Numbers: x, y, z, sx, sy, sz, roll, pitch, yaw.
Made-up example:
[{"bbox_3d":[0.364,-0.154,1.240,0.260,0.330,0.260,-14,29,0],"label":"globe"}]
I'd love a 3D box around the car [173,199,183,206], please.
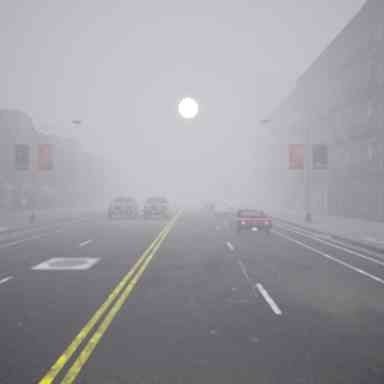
[{"bbox_3d":[-3.147,2.247,73.862,2.097,1.767,4.553,0,-1,0],"label":"car"}]

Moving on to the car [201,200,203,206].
[{"bbox_3d":[3.346,2.402,68.932,1.994,1.385,4.181,0,-1,0],"label":"car"}]

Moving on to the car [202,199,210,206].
[{"bbox_3d":[3.361,2.572,79.935,1.882,1.535,5.008,0,-1,0],"label":"car"}]

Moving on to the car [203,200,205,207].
[{"bbox_3d":[3.331,2.111,57.933,1.882,1.535,5.008,0,-1,0],"label":"car"}]

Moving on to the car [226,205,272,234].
[{"bbox_3d":[3.383,1.707,20.079,1.895,1.301,4.718,0,0,0],"label":"car"}]

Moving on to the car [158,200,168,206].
[{"bbox_3d":[-6.397,2.415,73.833,1.812,1.442,4.674,0,-1,0],"label":"car"}]

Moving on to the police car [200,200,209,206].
[{"bbox_3d":[3.376,2.906,90.935,2.038,1.542,4.974,0,-2,0],"label":"police car"}]

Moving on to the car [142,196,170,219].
[{"bbox_3d":[-3.303,1.424,31.682,2.150,2.045,5.566,0,-1,0],"label":"car"}]

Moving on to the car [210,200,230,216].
[{"bbox_3d":[3.300,1.788,35.934,1.812,1.442,4.674,0,-1,0],"label":"car"}]

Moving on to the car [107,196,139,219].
[{"bbox_3d":[-6.553,1.429,32.075,2.150,2.045,5.566,0,-1,0],"label":"car"}]

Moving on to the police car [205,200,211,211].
[{"bbox_3d":[3.315,1.873,47.046,1.930,1.638,5.238,0,-1,0],"label":"police car"}]
